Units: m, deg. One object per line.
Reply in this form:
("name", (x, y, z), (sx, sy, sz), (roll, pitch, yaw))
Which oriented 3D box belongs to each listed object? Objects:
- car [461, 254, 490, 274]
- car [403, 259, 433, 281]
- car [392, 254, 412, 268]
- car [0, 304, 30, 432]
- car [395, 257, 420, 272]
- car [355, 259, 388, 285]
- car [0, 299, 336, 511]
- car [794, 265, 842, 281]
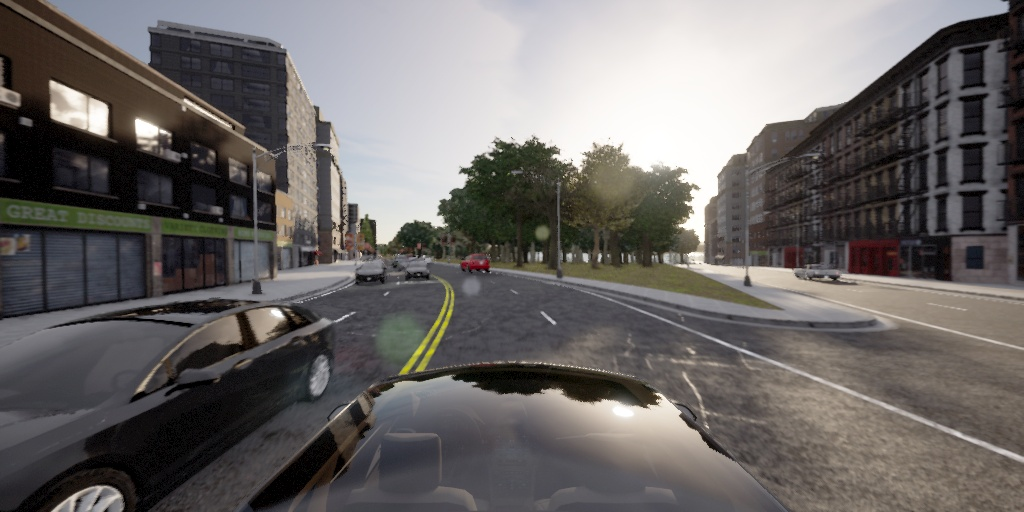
("car", (-4.133, 0.837, 39.773), (2.150, 2.045, 5.566), (-1, 0, -20))
("car", (-7.860, 1.219, 29.786), (1.837, 1.490, 4.892), (-1, 0, -17))
("car", (-17.902, 0.910, 57.873), (2.150, 2.045, 5.566), (-1, 0, -20))
("car", (-6.765, 1.318, 2.039), (1.812, 1.442, 4.674), (0, 0, -1))
("car", (-13.329, 1.192, 45.420), (2.128, 1.511, 4.902), (-1, 0, -20))
("car", (-10.297, 1.242, 26.491), (1.882, 1.535, 5.008), (-1, 0, -16))
("car", (-3.511, 1.274, 3.539), (1.837, 1.490, 4.892), (0, 0, -2))
("car", (25.473, 1.371, 30.136), (1.895, 1.301, 4.718), (0, 0, 22))
